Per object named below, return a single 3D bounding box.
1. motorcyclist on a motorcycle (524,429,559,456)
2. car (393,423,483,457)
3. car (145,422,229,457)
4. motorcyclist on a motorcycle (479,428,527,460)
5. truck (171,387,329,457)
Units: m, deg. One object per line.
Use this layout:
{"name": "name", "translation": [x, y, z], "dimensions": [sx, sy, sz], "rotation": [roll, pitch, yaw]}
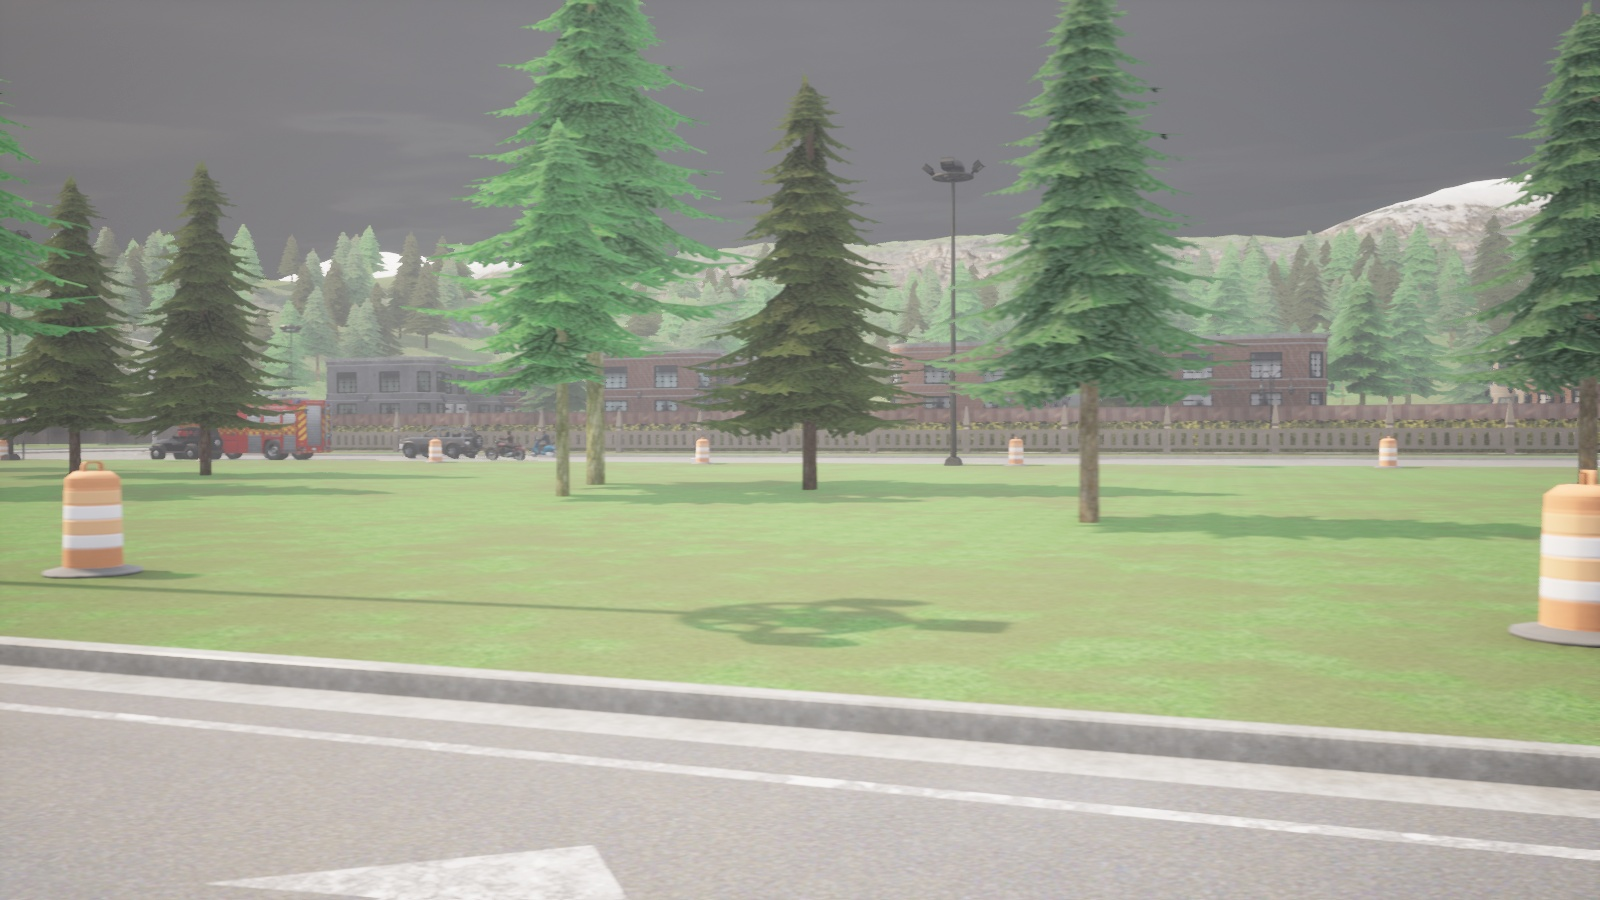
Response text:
{"name": "motorcyclist on a motorcycle", "translation": [-15.050, -0.447, 73.100], "dimensions": [1.817, 1.590, 0.866], "rotation": [1, 1, 18]}
{"name": "car", "translation": [-20.510, -0.575, 71.230], "dimensions": [4.605, 1.855, 1.932], "rotation": [1, 1, 18]}
{"name": "car", "translation": [-33.219, -0.593, 68.088], "dimensions": [3.866, 1.878, 1.905], "rotation": [1, 1, 19]}
{"name": "motorcyclist on a motorcycle", "translation": [-15.588, -0.337, 65.902], "dimensions": [2.350, 1.649, 0.766], "rotation": [0, 1, 18]}
{"name": "truck", "translation": [-31.119, -1.593, 71.064], "dimensions": [8.468, 3.827, 2.891], "rotation": [1, 1, 18]}
